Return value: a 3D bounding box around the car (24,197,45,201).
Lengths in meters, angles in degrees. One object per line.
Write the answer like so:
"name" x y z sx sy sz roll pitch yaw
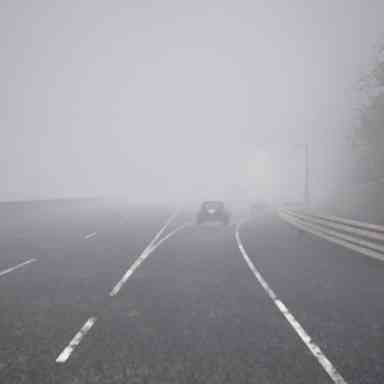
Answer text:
"car" -27.988 1.536 59.354 2.033 1.411 5.357 0 0 0

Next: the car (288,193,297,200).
"car" 26.344 1.218 86.731 2.128 1.511 4.902 0 4 19

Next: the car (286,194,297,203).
"car" 22.859 1.820 77.288 2.128 1.511 4.902 0 3 21

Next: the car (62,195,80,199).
"car" -20.996 1.592 59.574 1.895 1.301 4.718 0 0 0

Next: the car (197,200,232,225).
"car" 1.722 1.384 24.189 2.097 1.767 4.553 1 -1 11

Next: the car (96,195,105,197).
"car" -20.980 1.479 75.750 1.882 1.535 5.008 0 0 0

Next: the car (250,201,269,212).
"car" 9.678 2.065 47.542 1.837 1.490 4.892 0 -1 25

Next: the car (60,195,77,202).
"car" -27.980 1.527 75.501 2.128 1.511 4.902 0 0 0
